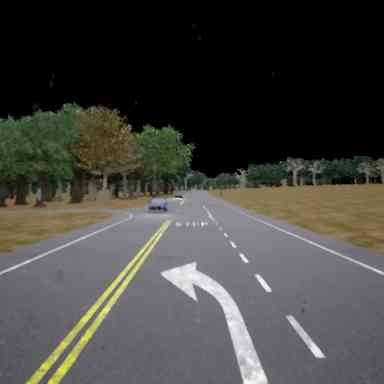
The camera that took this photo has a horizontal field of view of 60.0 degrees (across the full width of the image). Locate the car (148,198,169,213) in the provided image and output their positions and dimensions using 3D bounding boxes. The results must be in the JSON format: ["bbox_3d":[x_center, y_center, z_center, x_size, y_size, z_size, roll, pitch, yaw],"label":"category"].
[{"bbox_3d":[-3.511,1.340,35.356,1.882,1.535,5.008,0,0,0],"label":"car"}]

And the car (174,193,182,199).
[{"bbox_3d":[-3.447,0.977,81.297,1.895,1.301,4.718,0,1,0],"label":"car"}]
